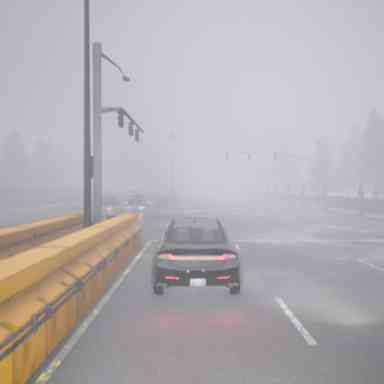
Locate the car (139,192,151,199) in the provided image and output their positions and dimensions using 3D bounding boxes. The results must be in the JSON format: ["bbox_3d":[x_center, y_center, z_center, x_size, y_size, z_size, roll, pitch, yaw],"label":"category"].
[{"bbox_3d":[-10.556,0.710,74.643,2.033,1.411,5.357,0,1,0],"label":"car"}]

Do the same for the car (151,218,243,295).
[{"bbox_3d":[0.078,1.396,8.458,2.128,1.511,4.902,0,1,-1],"label":"car"}]

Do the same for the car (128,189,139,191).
[{"bbox_3d":[-10.585,0.560,59.801,2.150,2.045,5.566,0,0,0],"label":"car"}]

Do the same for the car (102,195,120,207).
[{"bbox_3d":[-10.621,1.074,42.519,2.033,1.411,5.357,0,1,0],"label":"car"}]

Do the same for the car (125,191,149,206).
[{"bbox_3d":[-7.120,1.025,43.150,1.837,1.490,4.892,0,0,0],"label":"car"}]

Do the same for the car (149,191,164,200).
[{"bbox_3d":[-7.062,0.648,63.203,2.097,1.767,4.553,0,1,0],"label":"car"}]
